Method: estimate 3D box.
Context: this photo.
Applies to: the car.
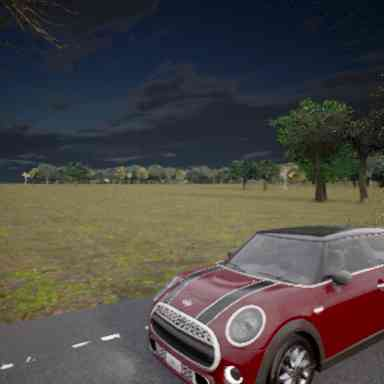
[{"bbox_3d":[1.621,1.353,5.109,4.553,1.767,2.097,0,0,-35],"label":"car"}]
